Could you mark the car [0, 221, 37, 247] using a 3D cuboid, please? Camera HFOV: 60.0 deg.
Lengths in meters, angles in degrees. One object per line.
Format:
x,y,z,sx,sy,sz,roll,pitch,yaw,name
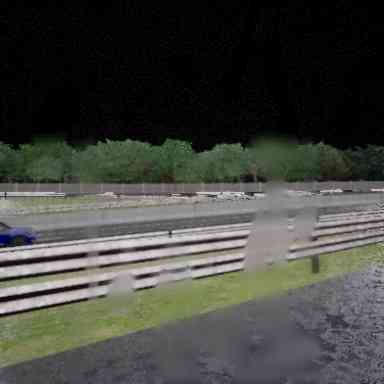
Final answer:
-13.210,2.870,21.696,5.566,2.045,2.150,-3,2,-24,car
